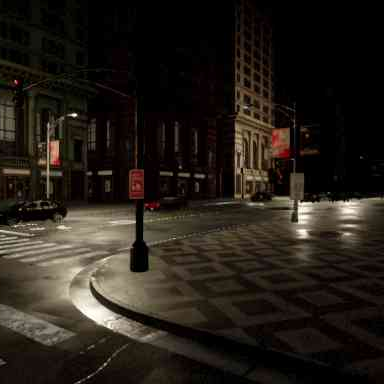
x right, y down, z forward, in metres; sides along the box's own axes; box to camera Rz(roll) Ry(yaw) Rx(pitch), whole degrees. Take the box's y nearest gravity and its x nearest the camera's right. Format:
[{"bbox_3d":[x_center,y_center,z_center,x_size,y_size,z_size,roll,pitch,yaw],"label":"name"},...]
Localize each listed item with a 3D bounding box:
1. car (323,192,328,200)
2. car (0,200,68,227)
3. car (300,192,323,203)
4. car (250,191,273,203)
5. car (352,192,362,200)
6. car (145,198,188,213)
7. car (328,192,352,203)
[{"bbox_3d":[22.983,0.713,56.673,2.128,1.511,4.902,0,1,35],"label":"car"},{"bbox_3d":[-10.411,1.304,21.279,1.837,1.490,4.892,0,1,36],"label":"car"},{"bbox_3d":[17.242,0.912,48.590,1.994,1.385,4.181,0,1,35],"label":"car"},{"bbox_3d":[10.552,0.694,50.601,2.097,1.767,4.553,0,1,36],"label":"car"},{"bbox_3d":[29.593,0.675,60.380,1.812,1.442,4.674,0,1,35],"label":"car"},{"bbox_3d":[-2.438,1.224,32.456,1.895,1.301,4.718,0,1,35],"label":"car"},{"bbox_3d":[22.439,0.834,50.303,1.812,1.442,4.674,0,1,36],"label":"car"}]
